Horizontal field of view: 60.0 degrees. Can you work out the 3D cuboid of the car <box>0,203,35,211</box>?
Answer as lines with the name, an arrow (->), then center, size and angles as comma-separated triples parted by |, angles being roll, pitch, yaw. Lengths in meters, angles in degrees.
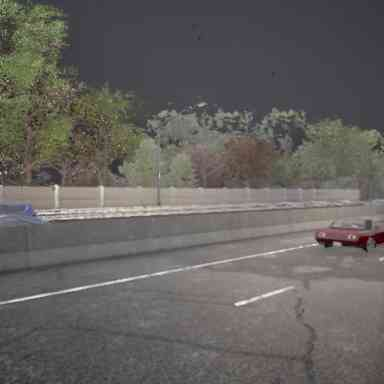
car -> -12.646, 1.745, 20.845 | 5.566, 2.045, 2.150 | 0, -1, -40

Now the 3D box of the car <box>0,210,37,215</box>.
car -> -10.185, 1.974, 18.332 | 4.674, 1.442, 1.812 | 0, -1, -40

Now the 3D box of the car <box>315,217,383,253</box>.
car -> 7.391, 1.753, 14.439 | 4.718, 1.301, 1.895 | 0, -1, -40

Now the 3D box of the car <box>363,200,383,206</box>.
car -> 28.046, 2.025, 49.834 | 4.892, 1.490, 1.837 | 1, -2, -39

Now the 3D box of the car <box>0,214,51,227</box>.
car -> -8.472, 1.938, 15.206 | 4.181, 1.385, 1.994 | 0, -1, -40

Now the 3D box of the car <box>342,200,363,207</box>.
car -> 25.358, 2.068, 52.160 | 5.008, 1.535, 1.882 | 1, -2, -39
